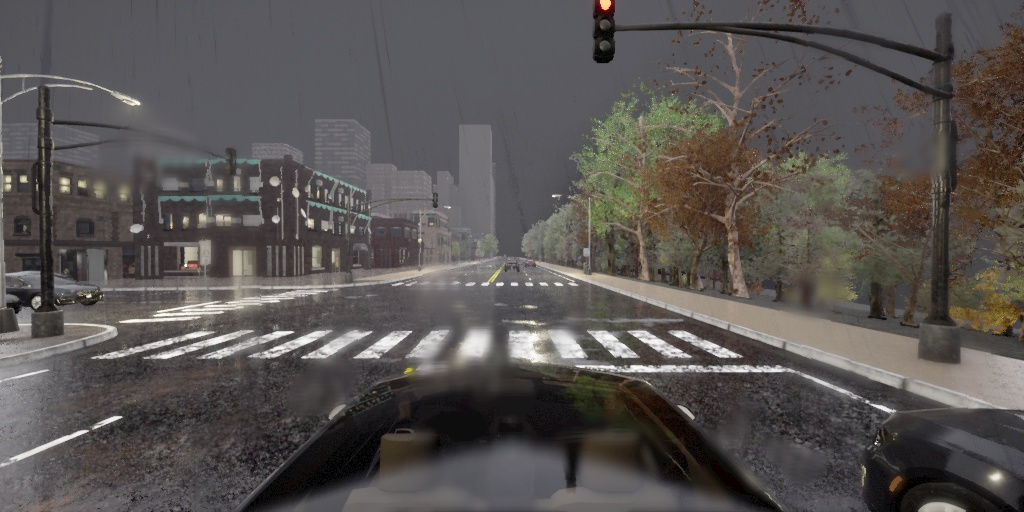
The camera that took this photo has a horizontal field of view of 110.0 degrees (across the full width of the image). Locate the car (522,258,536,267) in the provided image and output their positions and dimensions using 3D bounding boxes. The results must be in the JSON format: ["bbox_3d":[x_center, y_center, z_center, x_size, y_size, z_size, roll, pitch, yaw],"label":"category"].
[{"bbox_3d":[3.207,1.251,63.382,1.812,1.442,4.674,0,0,0],"label":"car"}]

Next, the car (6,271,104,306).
[{"bbox_3d":[-20.314,1.480,15.147,4.892,1.490,1.837,-1,1,0],"label":"car"}]

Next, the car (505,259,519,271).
[{"bbox_3d":[-0.008,1.236,47.407,1.837,1.490,4.892,0,0,0],"label":"car"}]

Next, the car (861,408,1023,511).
[{"bbox_3d":[3.353,1.255,0.450,1.837,1.490,4.892,0,0,0],"label":"car"}]

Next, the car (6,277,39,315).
[{"bbox_3d":[-19.972,1.564,12.443,4.313,1.339,1.948,0,0,0],"label":"car"}]
